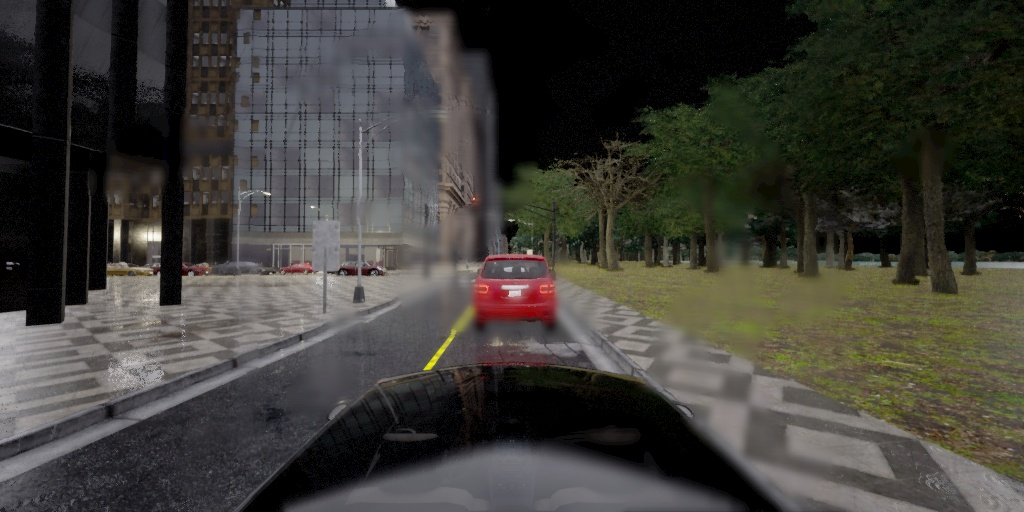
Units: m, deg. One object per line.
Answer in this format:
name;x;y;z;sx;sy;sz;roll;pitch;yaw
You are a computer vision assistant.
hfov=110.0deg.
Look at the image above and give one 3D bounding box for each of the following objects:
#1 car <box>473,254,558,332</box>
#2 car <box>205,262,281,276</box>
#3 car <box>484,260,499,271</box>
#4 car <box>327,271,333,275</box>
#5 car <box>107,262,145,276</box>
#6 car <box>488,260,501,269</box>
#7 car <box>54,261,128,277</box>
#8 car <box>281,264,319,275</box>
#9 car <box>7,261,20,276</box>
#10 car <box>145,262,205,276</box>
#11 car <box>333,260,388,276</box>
car;0.102;0.976;11.041;2.150;2.045;5.566;0;0;0
car;-26.410;1.315;35.322;5.357;1.411;2.033;0;-2;0
car;-3.046;1.395;53.077;2.033;1.411;5.357;0;0;-3
car;-15.378;1.310;35.376;5.357;1.411;2.033;0;-2;5
car;-35.250;1.227;32.636;4.829;1.417;1.751;0;0;0
car;-2.983;1.453;63.121;1.994;1.385;4.181;0;0;1
car;-41.396;1.254;35.348;5.008;1.535;1.882;0;-2;0
car;-24.442;1.504;41.160;4.207;1.307;1.802;0;0;0
car;-46.396;1.147;32.635;4.097;1.591;1.967;0;0;0
car;-29.933;1.243;32.637;4.507;1.381;1.888;0;0;0
car;-13.502;1.129;32.639;4.097;1.591;1.967;0;0;-1
